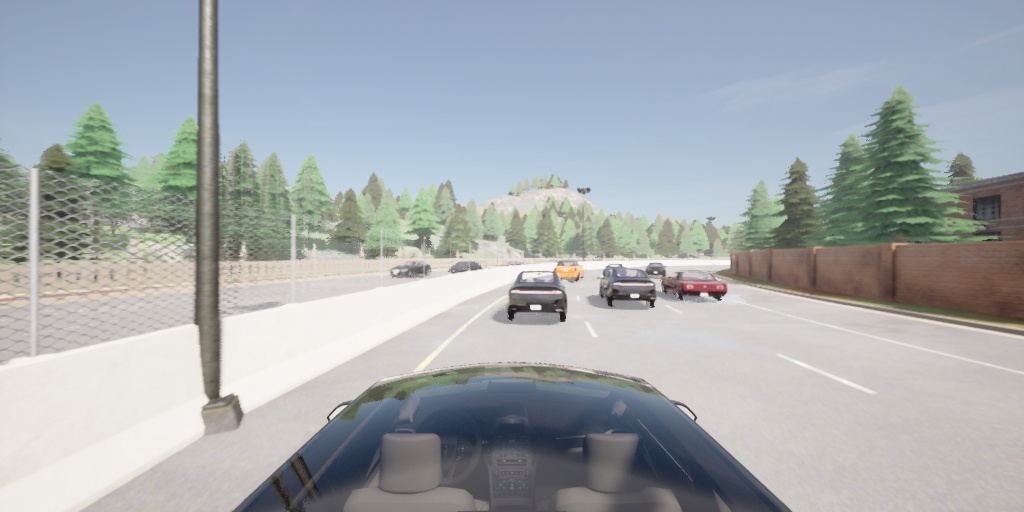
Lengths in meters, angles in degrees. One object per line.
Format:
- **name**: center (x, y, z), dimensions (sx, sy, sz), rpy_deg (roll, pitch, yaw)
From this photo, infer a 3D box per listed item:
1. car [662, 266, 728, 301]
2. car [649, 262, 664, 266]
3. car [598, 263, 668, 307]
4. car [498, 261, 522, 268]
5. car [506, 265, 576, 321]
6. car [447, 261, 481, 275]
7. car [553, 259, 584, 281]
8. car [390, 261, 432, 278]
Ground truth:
- **car**: center (8.790, 1.386, 17.793), dimensions (1.895, 1.301, 4.718), rpy_deg (0, 0, 11)
- **car**: center (13.930, 1.330, 34.718), dimensions (1.812, 1.442, 4.674), rpy_deg (0, 0, 22)
- **car**: center (4.909, 1.260, 15.627), dimensions (2.128, 1.511, 4.902), rpy_deg (0, 0, 9)
- **car**: center (0.029, 1.290, 38.230), dimensions (2.033, 1.411, 5.357), rpy_deg (0, 0, 21)
- **car**: center (0.940, 1.243, 12.539), dimensions (2.128, 1.511, 4.902), rpy_deg (0, 0, 6)
- **car**: center (-4.629, 1.228, 35.494), dimensions (1.837, 1.490, 4.892), rpy_deg (0, 0, 19)
- **car**: center (4.789, 1.117, 29.966), dimensions (2.097, 1.767, 4.553), rpy_deg (0, 0, 17)
- **car**: center (-9.178, 1.194, 32.803), dimensions (2.128, 1.511, 4.902), rpy_deg (0, 0, 17)
